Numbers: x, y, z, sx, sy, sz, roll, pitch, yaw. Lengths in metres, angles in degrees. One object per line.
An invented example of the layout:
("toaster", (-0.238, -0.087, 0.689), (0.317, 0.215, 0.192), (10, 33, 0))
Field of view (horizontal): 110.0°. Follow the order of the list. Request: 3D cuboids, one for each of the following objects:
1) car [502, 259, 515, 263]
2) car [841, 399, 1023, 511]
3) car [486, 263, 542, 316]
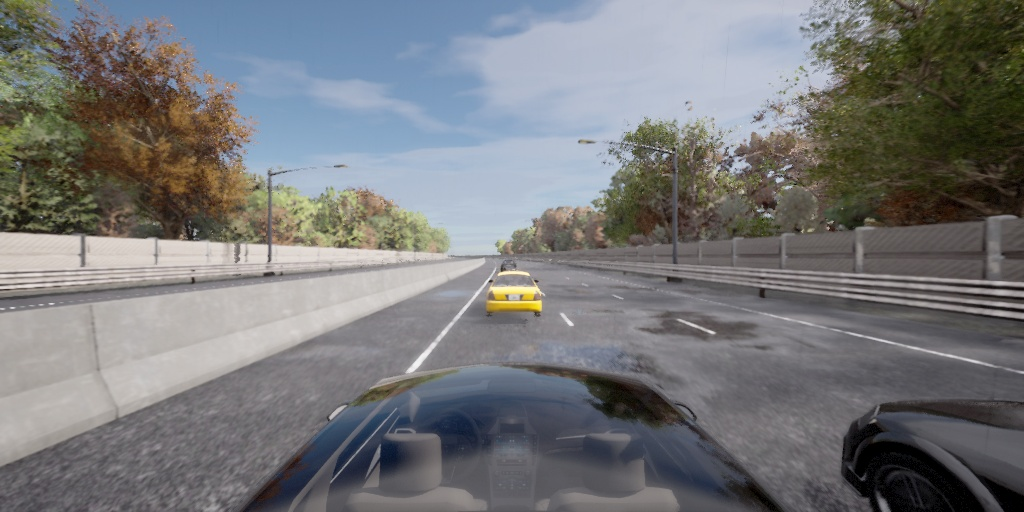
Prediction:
("car", (-0.425, 1.196, 44.169), (2.033, 1.649, 4.856), (0, 0, -1))
("car", (3.592, 1.313, 1.071), (1.994, 1.385, 4.181), (0, 0, 0))
("car", (0.052, 1.211, 13.236), (1.801, 1.575, 5.366), (0, 0, 0))
